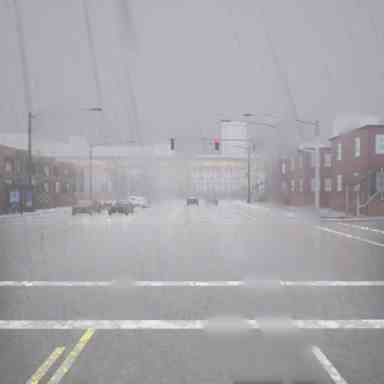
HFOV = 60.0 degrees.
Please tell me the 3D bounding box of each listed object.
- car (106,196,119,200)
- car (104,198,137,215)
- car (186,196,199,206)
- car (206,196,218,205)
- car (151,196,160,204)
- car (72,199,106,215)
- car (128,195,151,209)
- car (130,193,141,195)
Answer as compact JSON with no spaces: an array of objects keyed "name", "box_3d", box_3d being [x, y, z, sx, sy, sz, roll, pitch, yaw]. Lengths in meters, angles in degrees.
[{"name":"car","box_3d":[-10.609,1.349,44.019,2.097,1.767,4.553,0,0,0]},{"name":"car","box_3d":[-7.109,1.599,33.628,1.895,1.301,4.718,0,0,0]},{"name":"car","box_3d":[0.081,1.474,56.335,1.882,1.535,5.008,0,0,0]},{"name":"car","box_3d":[3.477,1.501,58.450,1.837,1.490,4.892,0,0,0]},{"name":"car","box_3d":[-7.036,1.544,62.105,2.033,1.411,5.357,0,0,1]},{"name":"car","box_3d":[-10.611,1.476,33.853,1.882,1.535,5.008,0,0,0]},{"name":"car","box_3d":[-7.106,1.521,45.275,1.812,1.442,4.674,0,0,0]},{"name":"car","box_3d":[-10.539,1.223,61.834,2.150,2.045,5.566,0,0,0]}]
